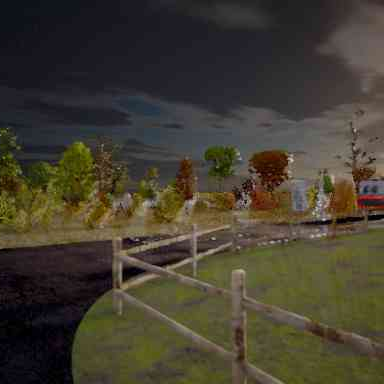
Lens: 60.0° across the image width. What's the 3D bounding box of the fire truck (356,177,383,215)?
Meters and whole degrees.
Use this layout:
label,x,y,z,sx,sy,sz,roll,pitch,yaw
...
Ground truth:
label,x,y,z,sx,sy,sz,roll,pitch,yaw
fire truck,20.164,0.450,33.991,8.468,3.827,2.891,0,0,-39
